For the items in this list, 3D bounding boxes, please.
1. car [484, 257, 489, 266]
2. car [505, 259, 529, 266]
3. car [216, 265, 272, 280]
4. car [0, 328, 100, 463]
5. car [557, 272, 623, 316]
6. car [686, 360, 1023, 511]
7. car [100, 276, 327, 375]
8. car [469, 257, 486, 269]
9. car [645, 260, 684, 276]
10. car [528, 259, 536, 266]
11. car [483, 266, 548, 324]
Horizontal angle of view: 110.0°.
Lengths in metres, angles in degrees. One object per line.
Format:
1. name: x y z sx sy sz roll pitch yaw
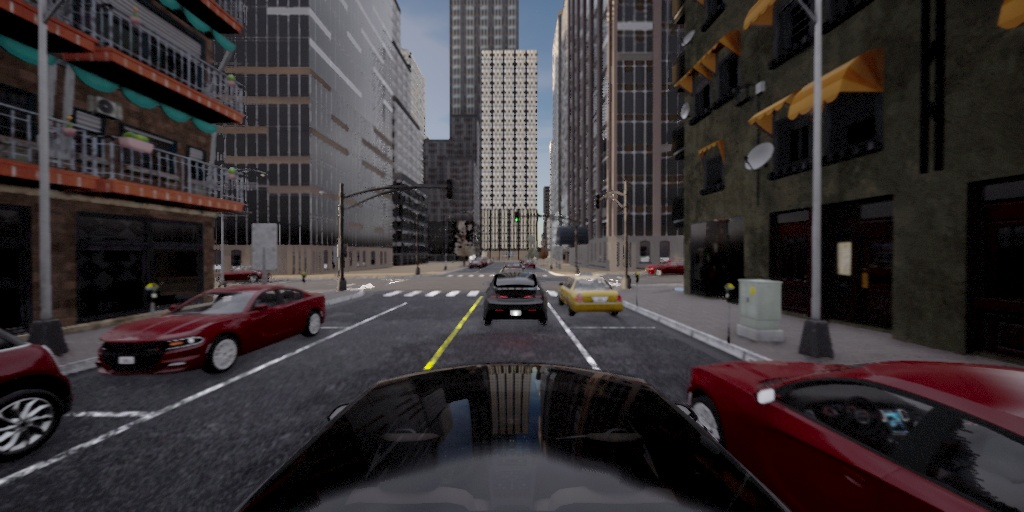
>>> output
1. car: -5.698 1.090 62.143 2.192 1.841 5.009 0 0 0
2. car: 0.096 1.252 31.874 2.128 1.511 4.902 0 0 0
3. car: -23.838 1.509 31.875 4.097 1.591 1.967 0 0 0
4. car: -5.692 1.190 2.023 1.967 1.591 4.097 0 0 0
5. car: 2.687 1.279 13.227 1.751 1.417 4.829 0 0 0
6. car: 2.689 1.295 2.010 1.888 1.381 4.507 0 0 0
7. car: -5.693 1.297 7.547 1.888 1.381 4.507 0 0 0
8. car: -5.698 1.318 56.583 1.888 1.381 4.507 0 0 0
9. car: 14.259 1.021 32.200 4.507 1.381 1.888 0 0 0
10. car: 2.683 1.212 56.583 1.967 1.591 4.097 0 0 0
11. car: 0.097 1.258 11.885 1.837 1.490 4.892 0 0 0
